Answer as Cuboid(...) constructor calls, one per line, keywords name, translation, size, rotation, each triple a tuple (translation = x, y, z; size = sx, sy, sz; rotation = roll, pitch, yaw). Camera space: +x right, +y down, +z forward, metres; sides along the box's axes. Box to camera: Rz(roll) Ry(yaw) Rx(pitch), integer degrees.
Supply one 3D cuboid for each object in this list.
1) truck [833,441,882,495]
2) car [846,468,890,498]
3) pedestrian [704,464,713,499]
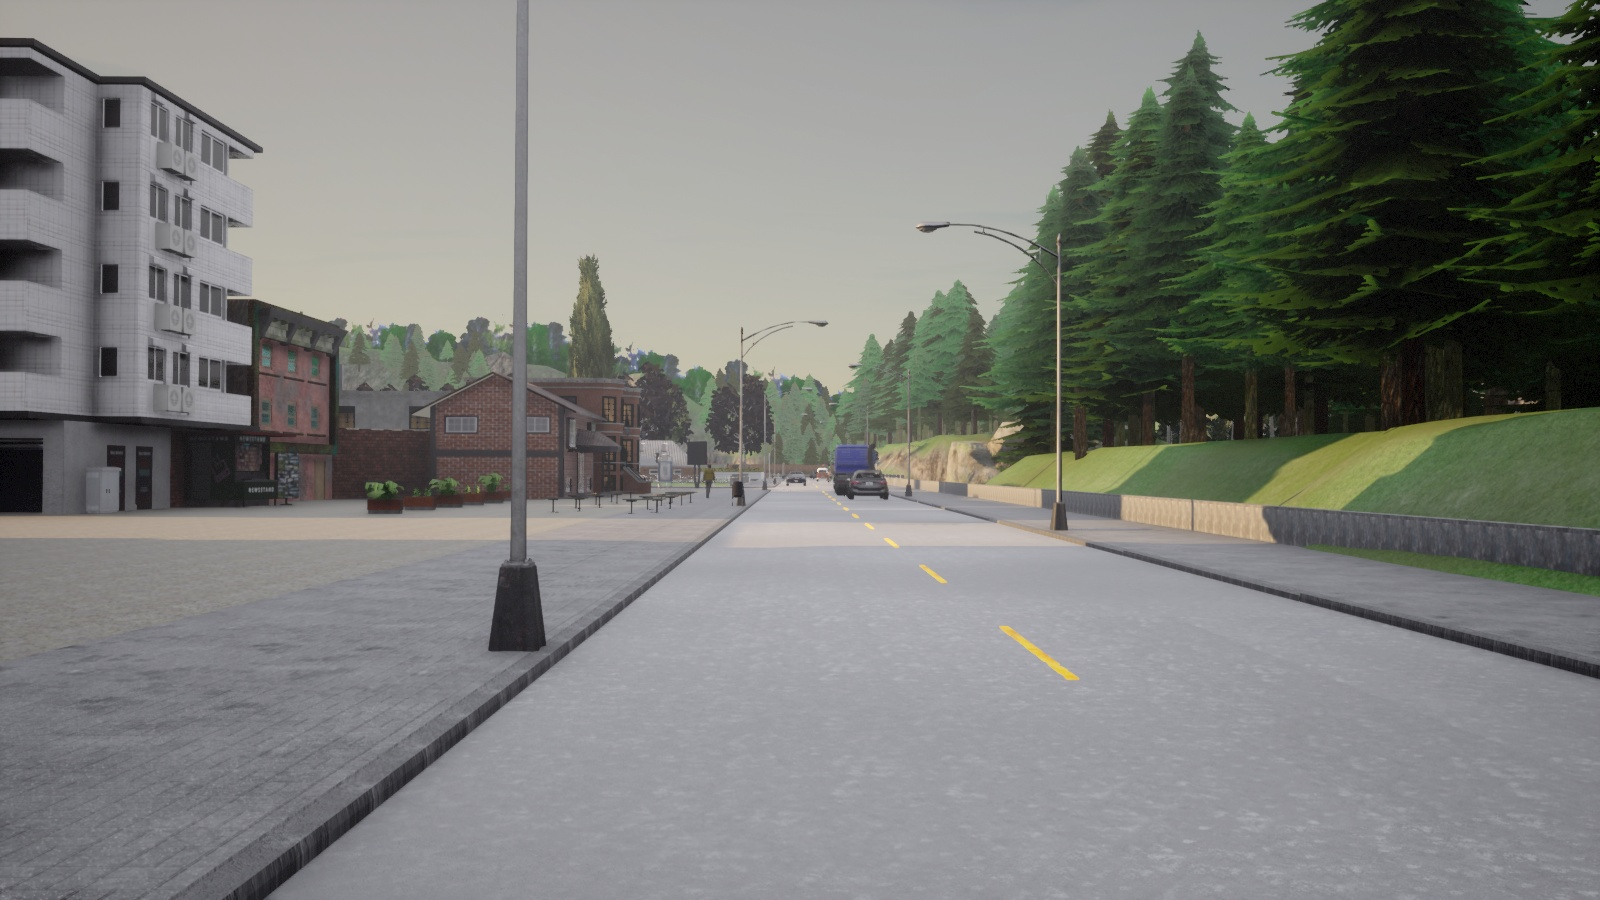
Cuboid(name="truck", translation=(3.756, 1.220, 83.849), size=(2.891, 3.462, 7.936), rotation=(0, -1, 0))
Cuboid(name="car", translation=(3.796, 1.832, 70.875), size=(2.242, 1.667, 4.611), rotation=(0, -1, 0))
Cuboid(name="pedestrian", translation=(-4.766, 1.640, 65.540), size=(0.370, 1.835, 0.726), rotation=(0, -1, 2))
